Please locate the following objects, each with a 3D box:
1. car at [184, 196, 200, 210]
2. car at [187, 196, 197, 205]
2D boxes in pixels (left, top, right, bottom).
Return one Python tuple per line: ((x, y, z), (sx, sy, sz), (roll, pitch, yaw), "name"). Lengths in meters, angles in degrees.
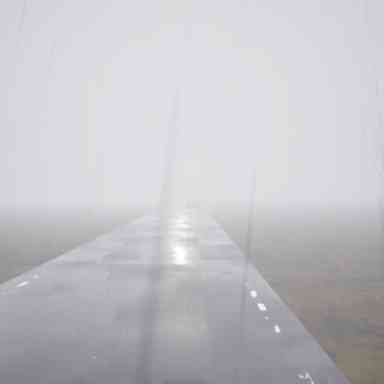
((0.059, 1.555, 43.051), (1.812, 1.442, 4.674), (0, 0, 0), "car")
((0.041, 1.566, 62.102), (1.812, 1.442, 4.674), (0, 0, 0), "car")
